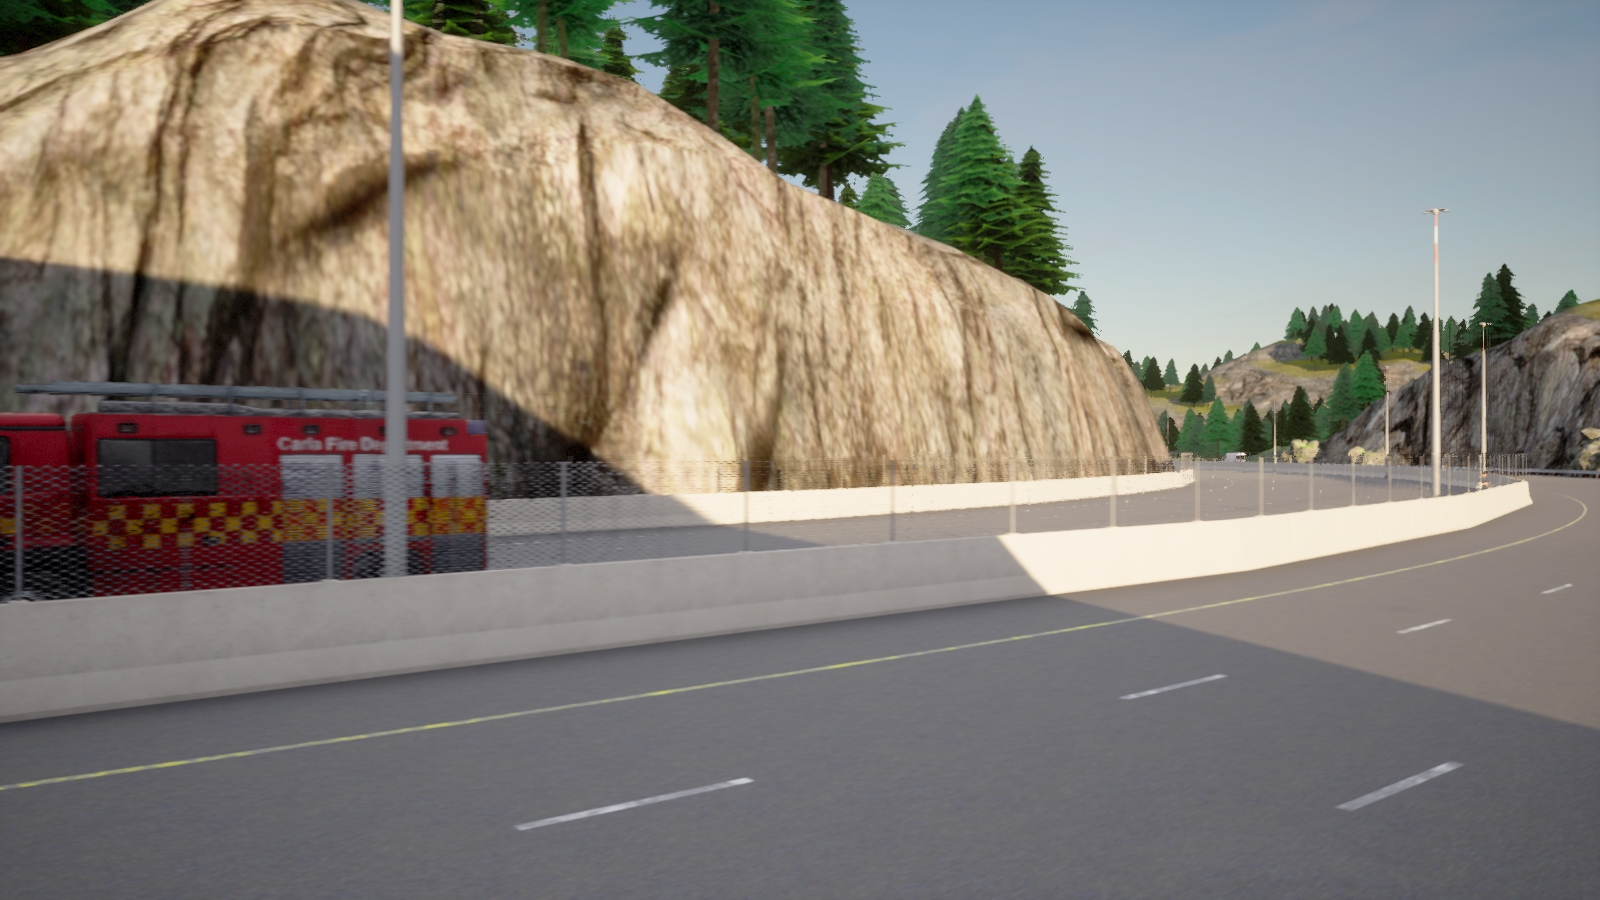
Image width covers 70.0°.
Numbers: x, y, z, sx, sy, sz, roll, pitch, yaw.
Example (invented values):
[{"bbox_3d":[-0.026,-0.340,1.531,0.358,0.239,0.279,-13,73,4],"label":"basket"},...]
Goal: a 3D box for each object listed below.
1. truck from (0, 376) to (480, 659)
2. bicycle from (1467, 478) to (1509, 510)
[{"bbox_3d":[-9.709,0.911,18.076,8.468,3.827,2.891,0,0,-37],"label":"truck"},{"bbox_3d":[32.828,2.105,54.527,1.643,1.514,0.373,-2,-5,38],"label":"bicycle"}]
